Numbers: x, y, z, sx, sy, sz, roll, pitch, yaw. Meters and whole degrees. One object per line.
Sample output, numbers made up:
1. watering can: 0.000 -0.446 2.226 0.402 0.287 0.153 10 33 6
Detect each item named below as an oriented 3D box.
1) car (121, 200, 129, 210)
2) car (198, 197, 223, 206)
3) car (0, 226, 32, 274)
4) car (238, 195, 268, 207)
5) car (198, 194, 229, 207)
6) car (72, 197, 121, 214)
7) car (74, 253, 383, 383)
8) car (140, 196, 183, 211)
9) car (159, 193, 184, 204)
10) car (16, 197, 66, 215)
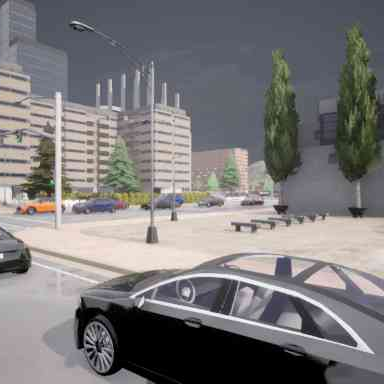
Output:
1. car: -9.749 1.564 40.588 1.994 1.385 4.181 0 0 41
2. car: 3.124 1.526 55.412 1.812 1.442 4.674 0 0 41
3. car: -6.333 1.564 9.484 4.181 1.385 1.994 0 0 40
4. car: 9.509 1.600 51.832 1.895 1.301 4.718 0 0 41
5. car: 2.830 1.492 49.752 2.128 1.511 4.902 0 0 41
6. car: -10.186 1.352 34.744 2.097 1.767 4.553 0 0 41
7. car: 0.574 1.492 3.866 4.902 1.511 2.128 0 0 37
8. car: -3.982 1.547 41.906 2.033 1.411 5.357 0 0 41
9. car: -3.590 1.222 47.698 2.150 2.045 5.566 0 0 41
10. car: -15.447 1.352 34.113 2.097 1.767 4.553 0 0 42
